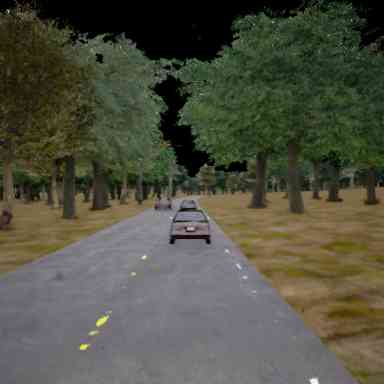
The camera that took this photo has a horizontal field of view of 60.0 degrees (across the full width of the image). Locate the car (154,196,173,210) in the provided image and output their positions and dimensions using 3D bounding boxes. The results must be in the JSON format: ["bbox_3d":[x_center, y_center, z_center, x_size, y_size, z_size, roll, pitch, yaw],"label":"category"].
[{"bbox_3d":[-3.587,1.361,42.250,2.097,1.767,4.553,0,0,0],"label":"car"}]

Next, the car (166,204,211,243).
[{"bbox_3d":[-0.096,1.543,16.037,2.033,1.411,5.357,0,0,-1],"label":"car"}]

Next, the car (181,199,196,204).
[{"bbox_3d":[-0.401,1.572,39.603,1.994,1.385,4.181,0,0,-1],"label":"car"}]
